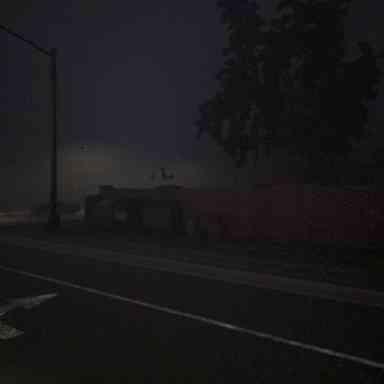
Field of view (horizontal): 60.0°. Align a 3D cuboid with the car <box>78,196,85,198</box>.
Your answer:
[{"bbox_3d":[-23.204,1.646,67.265,1.970,1.475,3.806,0,0,36],"label":"car"}]

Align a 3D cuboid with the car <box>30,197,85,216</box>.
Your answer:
[{"bbox_3d":[-13.774,1.587,33.801,1.882,1.535,5.008,0,0,36],"label":"car"}]
